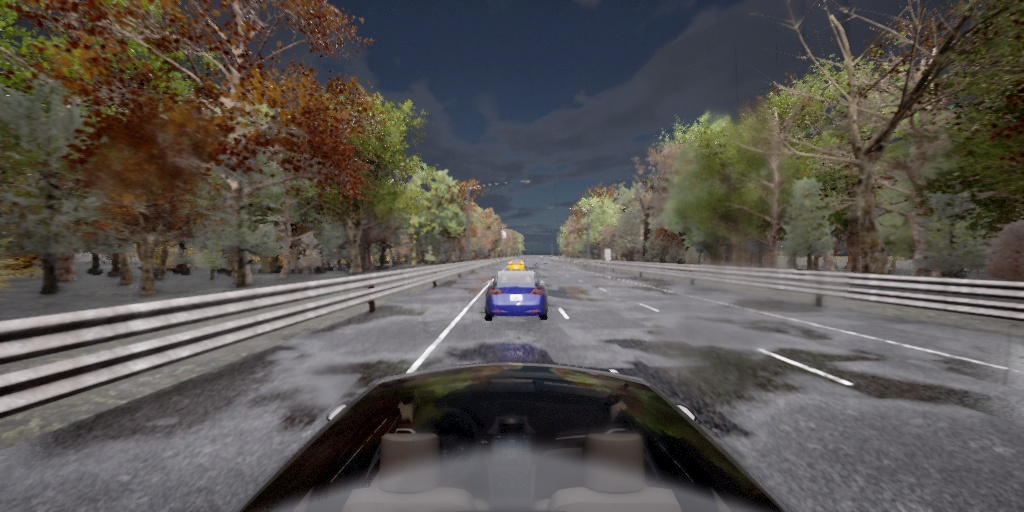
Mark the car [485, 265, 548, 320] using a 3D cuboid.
[{"bbox_3d":[0.137,1.243,12.661,2.163,1.488,4.792,0,0,0],"label":"car"}]

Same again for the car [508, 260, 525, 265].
[{"bbox_3d":[0.542,1.185,44.175,1.882,1.535,5.008,0,0,1],"label":"car"}]
